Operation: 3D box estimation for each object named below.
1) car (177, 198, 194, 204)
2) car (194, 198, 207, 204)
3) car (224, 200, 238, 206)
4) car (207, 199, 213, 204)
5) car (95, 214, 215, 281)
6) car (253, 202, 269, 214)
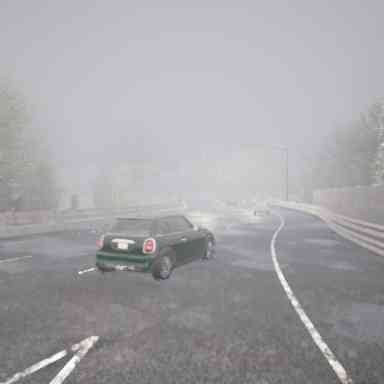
[{"bbox_3d":[-1.894,2.332,91.869,2.097,1.767,4.553,1,-1,-19],"label":"car"},{"bbox_3d":[1.638,2.550,92.338,2.033,1.411,5.357,1,-1,-19],"label":"car"},{"bbox_3d":[8.931,2.422,76.268,2.033,1.411,5.357,0,-1,-11],"label":"car"},{"bbox_3d":[4.499,2.607,94.848,1.994,1.385,4.181,1,-1,-19],"label":"car"},{"bbox_3d":[-0.915,1.462,10.642,2.097,1.767,4.553,0,-1,25],"label":"car"},{"bbox_3d":[8.729,2.036,42.009,1.812,1.442,4.674,0,-1,9],"label":"car"}]
